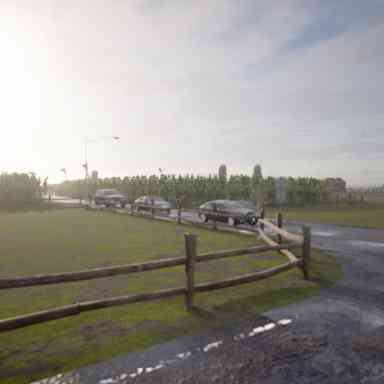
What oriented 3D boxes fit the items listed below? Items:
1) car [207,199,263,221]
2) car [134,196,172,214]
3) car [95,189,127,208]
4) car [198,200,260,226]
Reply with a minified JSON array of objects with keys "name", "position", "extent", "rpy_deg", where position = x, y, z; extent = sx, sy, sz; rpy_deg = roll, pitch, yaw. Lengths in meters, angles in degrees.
[{"name":"car","position":[3.174,1.298,25.263],"extent":[1.994,1.385,4.181],"rpy_deg":[-1,1,-34]},{"name":"car","position":[-3.606,1.155,30.010],"extent":[2.128,1.511,4.902],"rpy_deg":[-1,1,-34]},{"name":"car","position":[-9.540,0.733,38.684],"extent":[2.150,2.045,5.566],"rpy_deg":[-1,2,-34]},{"name":"car","position":[2.259,1.316,21.378],"extent":[1.837,1.490,4.892],"rpy_deg":[-1,1,-33]}]
